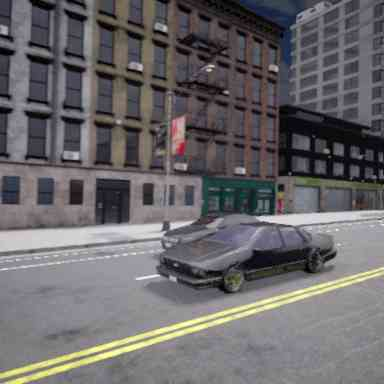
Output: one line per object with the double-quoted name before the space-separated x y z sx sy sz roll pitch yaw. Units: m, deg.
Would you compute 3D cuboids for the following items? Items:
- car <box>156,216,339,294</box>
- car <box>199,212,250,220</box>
"car" 1.744 1.533 8.921 5.357 1.411 2.033 0 0 -36
"car" 1.101 1.510 12.452 4.674 1.442 1.812 0 0 -35
